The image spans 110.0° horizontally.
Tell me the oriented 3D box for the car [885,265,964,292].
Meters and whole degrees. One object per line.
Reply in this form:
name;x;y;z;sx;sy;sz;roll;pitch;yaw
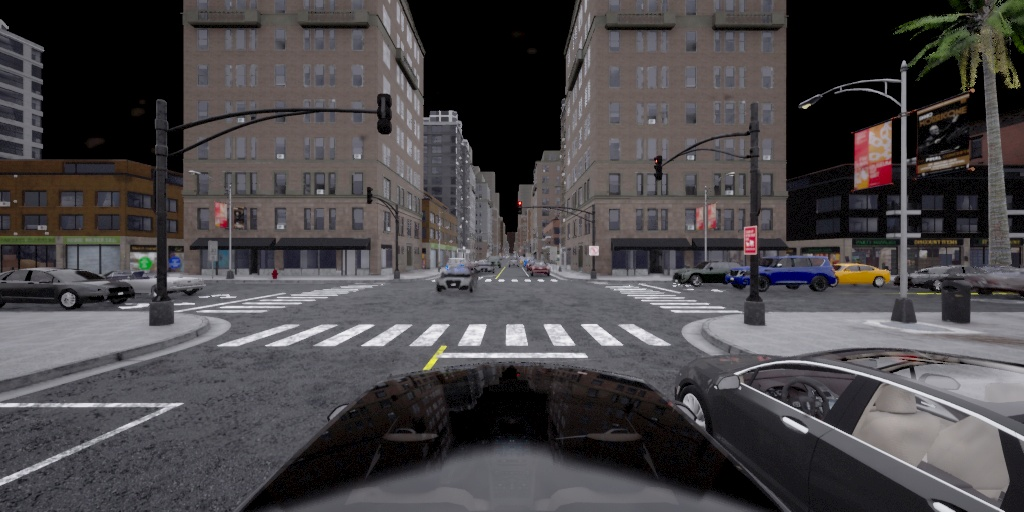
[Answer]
car;25.527;1.294;21.150;4.892;1.490;1.837;0;0;0

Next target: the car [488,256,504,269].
car;-2.874;0.977;57.785;2.150;2.045;5.566;0;0;0

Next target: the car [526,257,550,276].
car;2.799;1.192;36.997;1.967;1.591;4.097;0;0;0

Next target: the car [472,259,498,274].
car;-2.956;1.316;40.169;1.994;1.385;4.181;0;0;0

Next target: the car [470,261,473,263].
car;-5.704;1.193;42.698;1.967;1.591;4.097;0;0;0

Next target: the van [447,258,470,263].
van;-5.727;1.093;37.030;1.690;1.789;3.998;0;0;0

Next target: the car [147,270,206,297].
car;-17.907;1.324;17.451;4.718;1.301;1.895;0;0;0

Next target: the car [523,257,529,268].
car;2.844;1.193;48.335;1.967;1.591;4.097;0;0;0

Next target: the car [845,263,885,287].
car;22.614;1.257;24.382;5.008;1.535;1.882;0;0;0

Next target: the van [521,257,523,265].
van;2.890;1.094;59.674;1.690;1.789;3.998;0;0;0

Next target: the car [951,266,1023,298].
car;25.709;1.341;17.691;5.357;1.411;2.033;0;0;0

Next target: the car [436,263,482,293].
car;-3.055;1.314;20.714;1.994;1.385;4.181;0;0;0

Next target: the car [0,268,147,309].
car;-17.946;1.232;14.201;4.892;1.490;1.837;0;0;0

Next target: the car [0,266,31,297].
car;-26.893;1.236;17.401;4.674;1.442;1.812;0;0;0

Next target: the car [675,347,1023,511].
car;2.668;1.300;2.347;2.007;1.370;4.403;0;0;0

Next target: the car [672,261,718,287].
car;13.400;1.116;24.330;4.553;1.767;2.097;0;0;0

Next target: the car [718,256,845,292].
car;15.704;0.993;21.093;5.566;2.045;2.150;0;0;0
